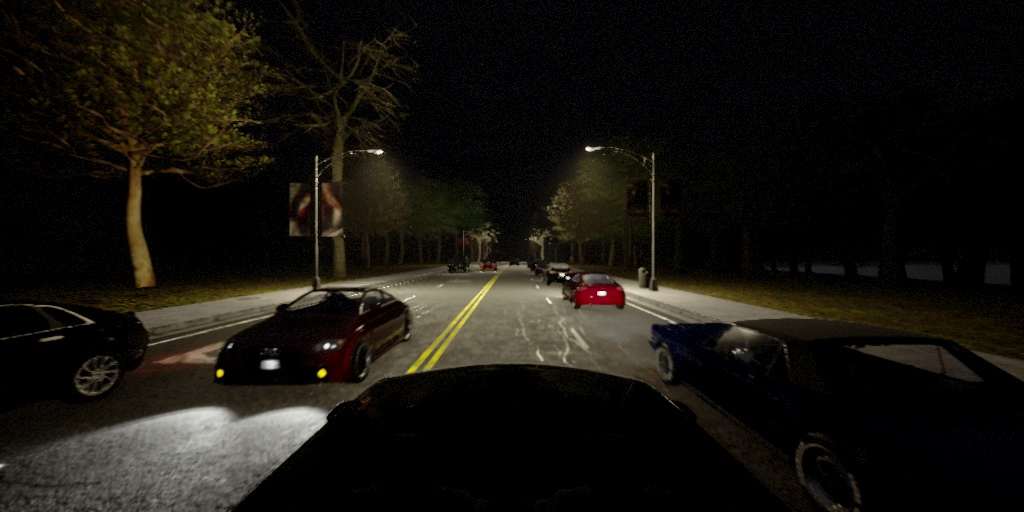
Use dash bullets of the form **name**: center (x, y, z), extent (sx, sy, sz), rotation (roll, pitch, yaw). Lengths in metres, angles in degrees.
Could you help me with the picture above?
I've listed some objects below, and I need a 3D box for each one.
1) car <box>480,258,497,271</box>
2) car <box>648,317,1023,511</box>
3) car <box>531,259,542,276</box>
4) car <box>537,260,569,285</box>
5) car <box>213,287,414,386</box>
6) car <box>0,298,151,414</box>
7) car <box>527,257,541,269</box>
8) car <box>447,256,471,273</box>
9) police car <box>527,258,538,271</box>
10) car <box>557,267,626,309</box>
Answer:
- **car**: center (-3.114, 1.124, 48.632), extent (2.097, 1.767, 4.553), rotation (0, 0, 1)
- **car**: center (3.250, 1.352, 4.047), extent (1.895, 1.301, 4.718), rotation (0, 0, 0)
- **car**: center (3.367, 1.327, 36.986), extent (1.994, 1.385, 4.181), rotation (0, 0, 0)
- **car**: center (3.300, 1.262, 26.065), extent (2.163, 1.488, 4.792), rotation (0, 0, 0)
- **car**: center (-3.345, 1.314, 6.951), extent (1.994, 1.385, 4.181), rotation (0, 0, 0)
- **car**: center (-6.598, 1.254, 3.544), extent (1.837, 1.490, 4.892), rotation (0, 0, 0)
- **car**: center (3.560, 1.136, 58.937), extent (2.097, 1.767, 4.553), rotation (0, 0, 1)
- **car**: center (-6.416, 0.988, 44.025), extent (2.150, 2.045, 5.566), rotation (0, 0, 1)
- **police car**: center (3.453, 1.197, 48.087), extent (1.930, 1.638, 5.238), rotation (0, 0, 1)
- **car**: center (3.266, 1.317, 15.007), extent (1.994, 1.385, 4.181), rotation (0, 0, 0)
